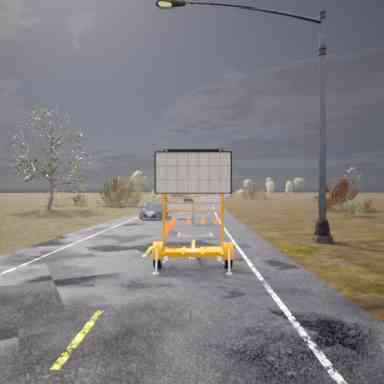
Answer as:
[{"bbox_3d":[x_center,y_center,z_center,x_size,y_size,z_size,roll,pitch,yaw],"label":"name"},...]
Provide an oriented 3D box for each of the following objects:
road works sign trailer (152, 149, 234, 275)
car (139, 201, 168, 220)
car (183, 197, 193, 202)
[{"bbox_3d":[0.043,0.463,10.463,2.380,3.560,2.880,0,0,1],"label":"road works sign trailer"},{"bbox_3d":[-3.143,1.488,27.701,2.128,1.511,4.902,0,0,2],"label":"car"},{"bbox_3d":[-0.787,1.579,68.474,1.895,1.301,4.718,0,0,5],"label":"car"}]
